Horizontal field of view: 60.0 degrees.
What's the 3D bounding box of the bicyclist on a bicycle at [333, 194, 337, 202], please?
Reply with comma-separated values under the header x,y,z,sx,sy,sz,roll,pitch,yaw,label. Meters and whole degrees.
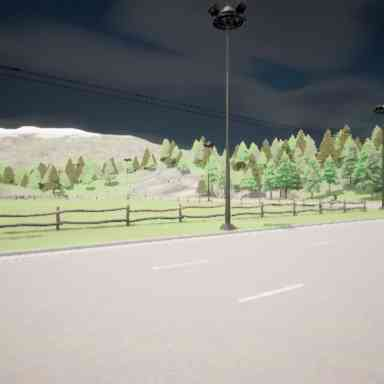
x,y,z,sx,sy,sz,roll,pitch,yaw,label
30.013,1.275,69.778,1.656,1.620,0.582,0,0,-35,bicyclist on a bicycle
